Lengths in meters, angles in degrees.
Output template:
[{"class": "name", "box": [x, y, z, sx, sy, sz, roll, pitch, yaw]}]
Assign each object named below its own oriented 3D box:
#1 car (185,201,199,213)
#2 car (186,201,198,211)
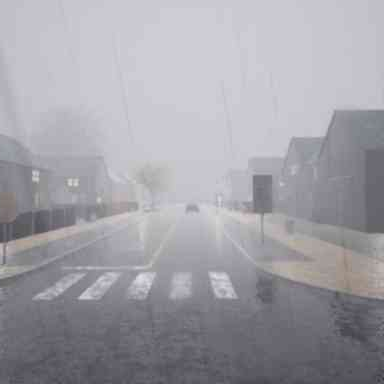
[{"class": "car", "box": [0.026, 2.143, 46.234, 2.128, 1.511, 4.902, 0, -1, 0]}, {"class": "car", "box": [0.034, 2.306, 56.652, 1.882, 1.535, 5.008, 0, -1, 0]}]
